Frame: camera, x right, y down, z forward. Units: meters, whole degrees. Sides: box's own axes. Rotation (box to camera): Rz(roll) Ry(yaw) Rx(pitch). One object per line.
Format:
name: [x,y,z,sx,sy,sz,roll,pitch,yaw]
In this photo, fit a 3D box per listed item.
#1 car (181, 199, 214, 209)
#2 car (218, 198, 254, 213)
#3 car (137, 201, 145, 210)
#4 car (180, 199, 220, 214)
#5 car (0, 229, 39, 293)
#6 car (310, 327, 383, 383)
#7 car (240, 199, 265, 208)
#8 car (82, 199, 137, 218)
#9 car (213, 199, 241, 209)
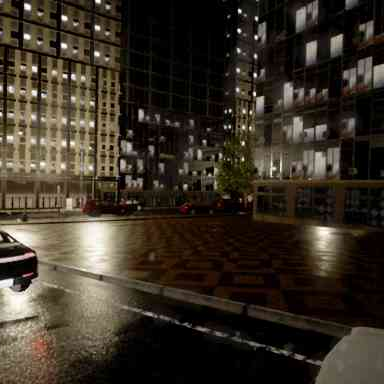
car: [0.814,1.781,50.028,4.829,1.417,1.752,1,1,-34]
car: [5.403,1.779,43.615,5.009,1.841,2.192,1,1,-34]
car: [-8.406,1.716,43.728,4.403,1.369,2.008,1,1,-34]
car: [0.718,1.963,40.421,4.507,1.381,1.887,1,1,-34]
car: [-5.452,1.488,7.581,4.902,1.511,2.128,0,0,36]
car: [2.968,1.602,1.568,4.718,1.301,1.895,0,0,36]
car: [10.314,1.931,56.523,4.206,1.307,1.802,1,1,-34]
car: [-8.637,1.641,34.020,5.009,1.841,2.192,1,1,-34]
car: [5.634,1.869,53.324,4.313,1.339,1.947,1,1,-34]
